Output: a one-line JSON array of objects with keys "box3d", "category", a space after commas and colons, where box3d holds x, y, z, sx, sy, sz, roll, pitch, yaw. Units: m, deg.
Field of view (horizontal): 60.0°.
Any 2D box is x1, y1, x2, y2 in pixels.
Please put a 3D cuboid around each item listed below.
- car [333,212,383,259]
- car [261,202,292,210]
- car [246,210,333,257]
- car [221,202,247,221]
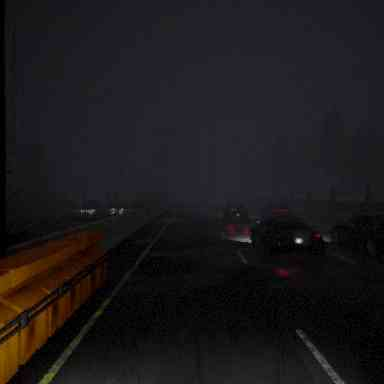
[{"box3d": [7.062, 1.547, 12.786, 1.837, 1.490, 4.892, 0, 0, 0], "category": "car"}, {"box3d": [7.057, 1.599, 28.145, 1.837, 1.490, 4.892, 0, 0, 0], "category": "car"}, {"box3d": [3.562, 1.607, 13.056, 1.994, 1.385, 4.181, 0, 0, 0], "category": "car"}, {"box3d": [3.555, 1.585, 28.106, 2.128, 1.511, 4.902, 0, 0, 0], "category": "car"}]
